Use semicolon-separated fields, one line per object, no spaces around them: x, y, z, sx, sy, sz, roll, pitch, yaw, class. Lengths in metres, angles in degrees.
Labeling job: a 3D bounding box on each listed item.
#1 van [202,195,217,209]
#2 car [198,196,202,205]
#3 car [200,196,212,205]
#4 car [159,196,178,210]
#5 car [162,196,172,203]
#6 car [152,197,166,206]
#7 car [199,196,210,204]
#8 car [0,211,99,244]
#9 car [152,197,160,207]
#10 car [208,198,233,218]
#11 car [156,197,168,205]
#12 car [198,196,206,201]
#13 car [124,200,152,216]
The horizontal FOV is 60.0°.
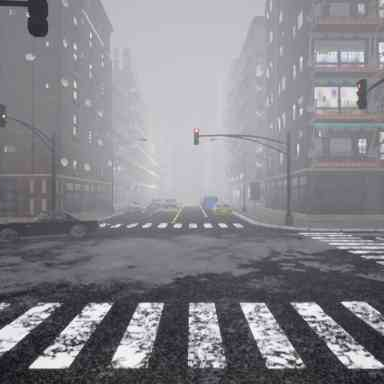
2.552;1.366;43.996;1.690;1.788;3.998;1;0;0;van
2.513;1.347;49.649;2.192;1.841;5.009;1;0;0;car
2.497;1.486;60.962;1.967;1.590;4.097;1;0;0;car
-2.807;1.567;44.437;2.033;1.411;5.357;0;0;0;car
-5.399;1.613;72.212;2.008;1.369;4.403;1;0;0;car
-5.377;1.564;55.069;1.752;1.417;4.829;1;0;0;car
2.488;1.604;66.618;2.008;1.369;4.403;1;0;0;car
-7.043;1.612;15.920;4.718;1.301;1.895;0;0;-29;car
-5.370;1.614;49.581;1.802;1.307;4.206;1;0;0;car
2.665;1.538;30.162;1.752;1.417;4.829;1;0;0;car
-5.385;1.627;60.896;1.802;1.307;4.206;1;0;0;car
2.466;1.627;83.586;1.887;1.381;4.507;1;0;0;car
-5.477;1.565;32.607;2.008;1.369;4.403;1;0;0;car
